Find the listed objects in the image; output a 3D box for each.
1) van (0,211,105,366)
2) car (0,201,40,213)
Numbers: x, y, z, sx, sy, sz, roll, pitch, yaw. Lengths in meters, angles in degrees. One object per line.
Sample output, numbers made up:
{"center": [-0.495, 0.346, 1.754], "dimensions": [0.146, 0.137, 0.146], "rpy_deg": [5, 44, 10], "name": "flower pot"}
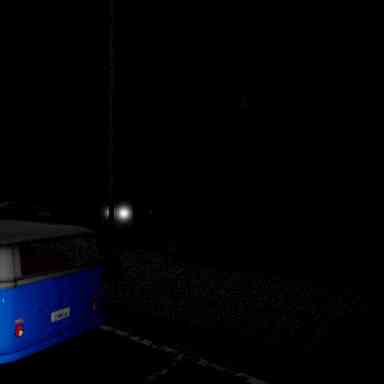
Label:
{"center": [-3.196, 1.341, 5.357], "dimensions": [3.998, 1.788, 1.690], "rpy_deg": [0, 0, 36], "name": "van"}
{"center": [-15.406, 1.517, 28.504], "dimensions": [1.812, 1.442, 4.674], "rpy_deg": [0, 0, 33], "name": "car"}
